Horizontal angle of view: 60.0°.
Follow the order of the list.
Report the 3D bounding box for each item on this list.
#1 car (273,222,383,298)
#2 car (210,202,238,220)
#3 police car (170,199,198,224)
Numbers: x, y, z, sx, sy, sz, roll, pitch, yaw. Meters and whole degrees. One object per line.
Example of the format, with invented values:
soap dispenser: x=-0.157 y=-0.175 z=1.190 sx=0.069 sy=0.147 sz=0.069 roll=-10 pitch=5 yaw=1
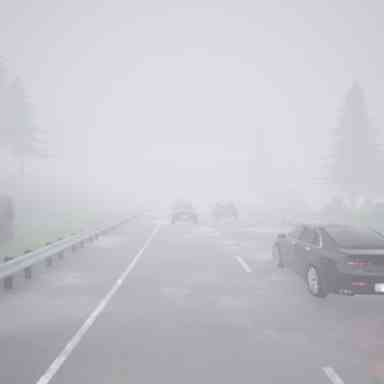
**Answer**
car: x=3.487 y=1.524 z=8.565 sx=1.837 sy=1.490 sz=4.892 roll=0 pitch=0 yaw=-1
car: x=2.714 y=1.560 z=28.608 sx=2.128 sy=1.511 sz=4.902 roll=0 pitch=0 yaw=-3
police car: x=-0.636 y=1.571 z=25.837 sx=2.038 sy=1.542 sz=4.974 roll=0 pitch=0 yaw=-3
